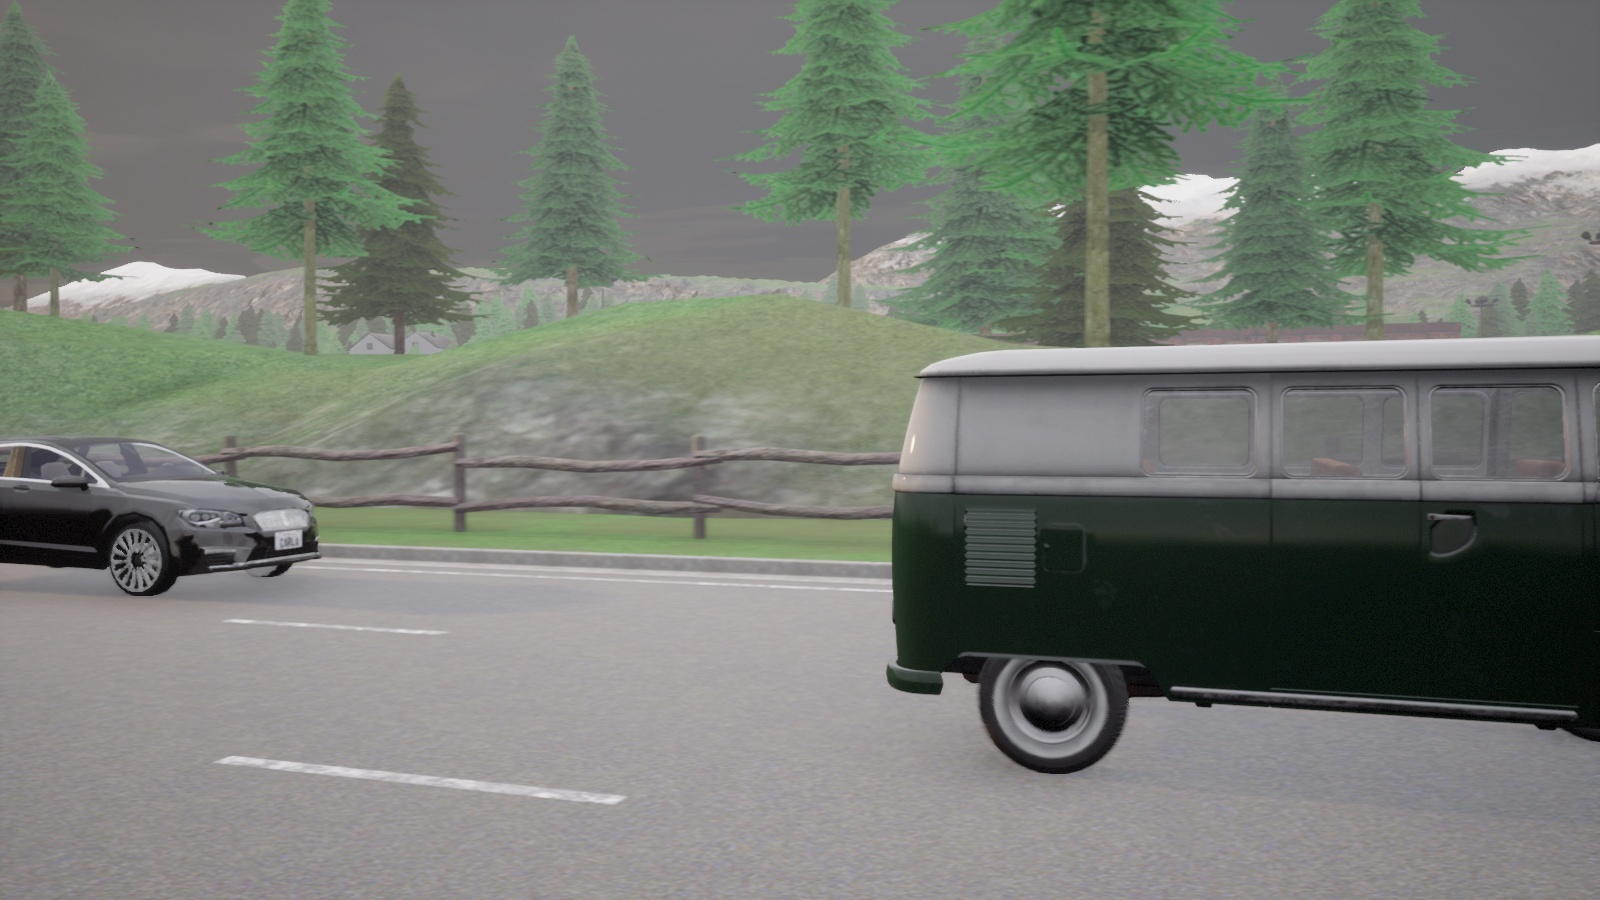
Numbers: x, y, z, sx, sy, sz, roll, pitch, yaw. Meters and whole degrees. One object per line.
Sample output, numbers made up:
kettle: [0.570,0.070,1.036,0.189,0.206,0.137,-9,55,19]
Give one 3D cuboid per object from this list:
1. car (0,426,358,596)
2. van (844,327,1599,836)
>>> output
car: [-7.329,0.517,13.043,4.902,1.511,2.128,1,1,19]
van: [2.600,0.493,6.007,4.442,1.987,1.775,1,1,19]
